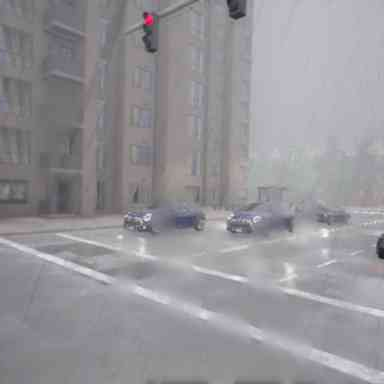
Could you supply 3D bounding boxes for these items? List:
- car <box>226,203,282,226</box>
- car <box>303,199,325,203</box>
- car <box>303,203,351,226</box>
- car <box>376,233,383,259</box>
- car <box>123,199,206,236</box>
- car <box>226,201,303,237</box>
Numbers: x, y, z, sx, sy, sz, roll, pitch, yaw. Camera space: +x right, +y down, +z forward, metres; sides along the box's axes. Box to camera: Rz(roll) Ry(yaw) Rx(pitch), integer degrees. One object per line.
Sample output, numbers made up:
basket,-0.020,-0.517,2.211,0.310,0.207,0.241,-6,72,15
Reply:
car,4.530,1.520,23.823,1.994,1.385,4.181,2,1,43
car,10.899,1.442,30.593,2.097,1.767,4.553,2,1,43
car,9.983,1.708,24.527,1.895,1.301,4.718,2,1,43
car,8.284,1.712,12.149,1.994,1.385,4.181,2,1,43
car,-1.357,1.184,17.533,2.097,1.767,4.553,2,1,44
car,3.851,1.331,17.965,2.097,1.767,4.553,2,1,43
